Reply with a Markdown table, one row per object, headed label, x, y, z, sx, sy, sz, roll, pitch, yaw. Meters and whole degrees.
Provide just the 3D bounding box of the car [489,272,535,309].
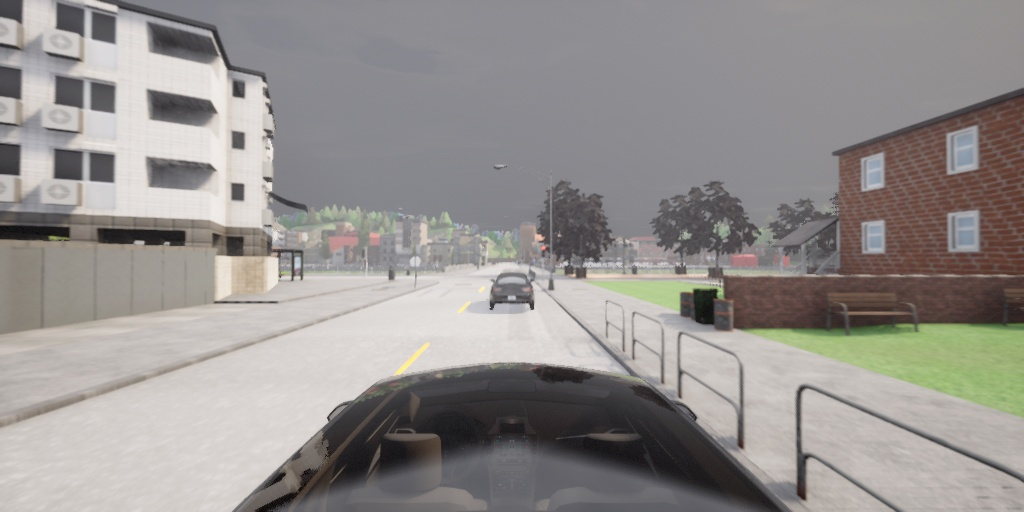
| label | x | y | z | sx | sy | sz | roll | pitch | yaw |
| --- | --- | --- | --- | --- | --- | --- | --- | --- | --- |
| car | 0.016 | 1.428 | 15.730 | 1.812 | 1.442 | 4.674 | 0 | 0 | 1 |
